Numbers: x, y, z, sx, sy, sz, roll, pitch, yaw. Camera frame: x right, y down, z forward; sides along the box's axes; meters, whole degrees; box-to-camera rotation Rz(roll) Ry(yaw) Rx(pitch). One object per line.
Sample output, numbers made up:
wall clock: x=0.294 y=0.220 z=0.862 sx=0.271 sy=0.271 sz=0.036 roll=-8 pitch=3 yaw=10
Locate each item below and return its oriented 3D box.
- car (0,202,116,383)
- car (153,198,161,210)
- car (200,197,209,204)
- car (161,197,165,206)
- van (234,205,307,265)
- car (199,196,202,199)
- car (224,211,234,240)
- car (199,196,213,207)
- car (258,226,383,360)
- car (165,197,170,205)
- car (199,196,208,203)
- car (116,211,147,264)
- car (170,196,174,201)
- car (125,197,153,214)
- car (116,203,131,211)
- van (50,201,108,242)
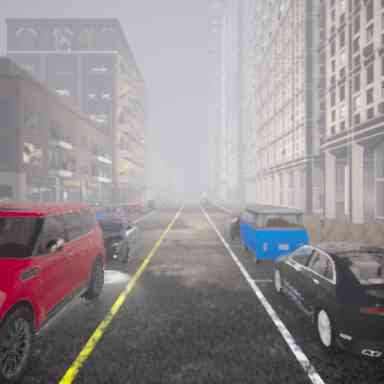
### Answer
car: x=-3.090 y=1.245 z=5.652 sx=2.150 sy=2.045 sz=5.566 roll=0 pitch=-1 yaw=0
car: x=-5.709 y=1.737 z=45.520 sx=1.947 sy=1.339 sz=4.313 roll=0 pitch=0 yaw=0
car: x=2.659 y=1.875 z=73.766 sx=1.802 sy=1.307 sz=4.206 roll=0 pitch=0 yaw=0
car: x=-5.711 y=1.745 z=51.168 sx=2.008 sy=1.369 sz=4.403 roll=0 pitch=0 yaw=0
van: x=2.686 y=1.382 z=11.633 sx=1.690 sy=1.788 sz=3.998 roll=0 pitch=0 yaw=0
car: x=2.662 y=1.833 z=68.117 sx=1.947 sy=1.339 sz=4.313 roll=0 pitch=0 yaw=0
car: x=2.683 y=1.628 z=17.281 sx=1.947 sy=1.339 sz=4.313 roll=0 pitch=0 yaw=0
car: x=2.666 y=1.799 z=56.820 sx=1.802 sy=1.307 sz=4.206 roll=0 pitch=0 yaw=0
car: x=2.688 y=1.572 z=5.983 sx=2.008 sy=1.369 sz=4.403 roll=0 pitch=0 yaw=0
car: x=-5.716 y=1.767 z=62.296 sx=1.752 sy=1.417 sz=4.829 roll=0 pitch=0 yaw=0
car: x=2.657 y=1.759 z=79.415 sx=1.967 sy=1.590 sz=4.097 roll=0 pitch=0 yaw=0
car: x=-3.005 y=1.611 z=11.910 sx=1.994 sy=1.385 sz=4.181 roll=0 pitch=0 yaw=0
car: x=-5.721 y=1.838 z=73.763 sx=1.887 sy=1.381 sz=4.507 roll=0 pitch=0 yaw=0
car: x=-5.705 y=1.442 z=34.224 sx=2.192 sy=1.841 sz=5.009 roll=0 pitch=0 yaw=0
car: x=-5.700 y=1.666 z=22.926 sx=1.802 sy=1.307 sz=4.206 roll=0 pitch=0 yaw=0
van: x=-5.697 y=1.404 z=17.278 sx=1.690 sy=1.788 sz=3.998 roll=0 pitch=0 yaw=0
